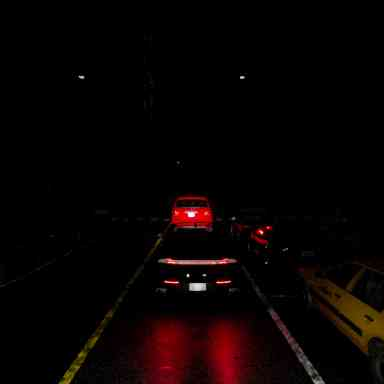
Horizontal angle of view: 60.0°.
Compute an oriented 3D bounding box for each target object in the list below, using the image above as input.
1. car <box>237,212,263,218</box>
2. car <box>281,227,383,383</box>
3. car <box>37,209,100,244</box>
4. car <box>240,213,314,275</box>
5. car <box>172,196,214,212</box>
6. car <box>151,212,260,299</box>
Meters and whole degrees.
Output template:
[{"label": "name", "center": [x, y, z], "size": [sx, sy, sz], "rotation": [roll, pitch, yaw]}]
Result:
[{"label": "car", "center": [2.861, 1.576, 15.814], "size": [1.802, 1.307, 4.206], "rotation": [-1, 0, 0]}, {"label": "car", "center": [2.864, 1.524, 4.812], "size": [1.752, 1.417, 4.829], "rotation": [-1, 0, 0]}, {"label": "car", "center": [-5.685, 1.539, 15.808], "size": [1.887, 1.381, 4.507], "rotation": [-1, 0, 0]}, {"label": "car", "center": [2.863, 1.562, 10.228], "size": [1.947, 1.339, 4.313], "rotation": [-1, 0, 0]}, {"label": "car", "center": [0.061, 1.214, 18.749], "size": [2.150, 2.045, 5.566], "rotation": [0, 0, 2]}, {"label": "car", "center": [0.096, 1.489, 8.400], "size": [2.128, 1.511, 4.902], "rotation": [0, 0, 0]}]
